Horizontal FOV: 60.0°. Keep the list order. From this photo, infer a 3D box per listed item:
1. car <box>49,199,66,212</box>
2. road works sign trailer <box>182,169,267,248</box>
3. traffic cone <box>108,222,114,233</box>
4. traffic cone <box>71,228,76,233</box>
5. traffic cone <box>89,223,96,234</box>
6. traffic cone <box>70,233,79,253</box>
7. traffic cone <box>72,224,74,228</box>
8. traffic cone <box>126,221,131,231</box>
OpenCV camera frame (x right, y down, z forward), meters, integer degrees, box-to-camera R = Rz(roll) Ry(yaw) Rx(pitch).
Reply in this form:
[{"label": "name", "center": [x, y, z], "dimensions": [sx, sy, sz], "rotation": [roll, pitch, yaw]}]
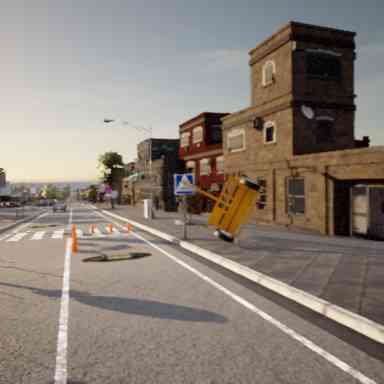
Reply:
[{"label": "car", "center": [-20.655, 2.329, 51.870], "dimensions": [2.128, 1.511, 4.902], "rotation": [-2, -1, -20]}, {"label": "road works sign trailer", "center": [1.244, 0.253, 13.191], "dimensions": [2.880, 2.380, 3.560], "rotation": [27, 8, 13]}, {"label": "traffic cone", "center": [-4.619, 1.991, 18.884], "dimensions": [0.340, 0.580, 0.340], "rotation": [-2, 0, -20]}, {"label": "traffic cone", "center": [-5.130, 1.989, 14.439], "dimensions": [0.340, 0.580, 0.340], "rotation": [-2, 0, -20]}, {"label": "traffic cone", "center": [-5.557, 2.020, 18.542], "dimensions": [0.340, 0.580, 0.340], "rotation": [-2, 0, -20]}, {"label": "traffic cone", "center": [-4.446, 1.967, 12.559], "dimensions": [0.340, 0.580, 0.340], "rotation": [-2, 0, -20]}, {"label": "traffic cone", "center": [-5.813, 2.016, 16.320], "dimensions": [0.340, 0.580, 0.340], "rotation": [-2, 0, -20]}, {"label": "traffic cone", "center": [-3.680, 1.963, 19.225], "dimensions": [0.340, 0.580, 0.340], "rotation": [-2, 0, -20]}]
